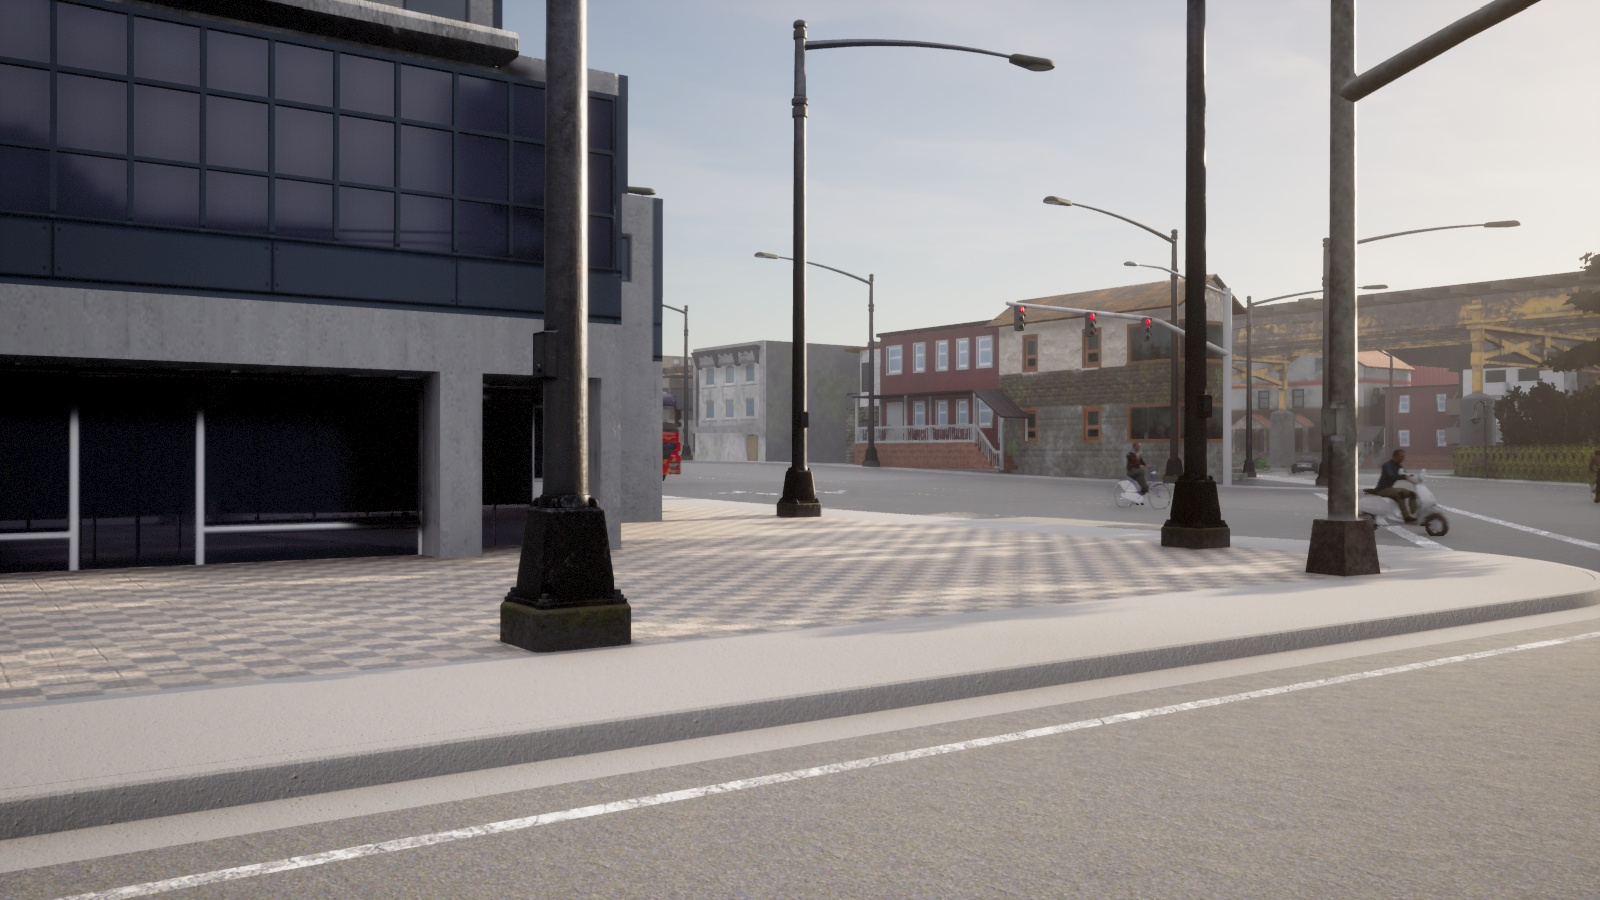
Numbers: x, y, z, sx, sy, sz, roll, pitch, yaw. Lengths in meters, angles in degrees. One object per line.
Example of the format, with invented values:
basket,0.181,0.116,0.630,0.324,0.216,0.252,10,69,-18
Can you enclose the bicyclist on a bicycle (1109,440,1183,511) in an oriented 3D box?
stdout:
bicyclist on a bicycle,8.893,0.637,32.363,0.659,1.776,1.843,0,0,-35

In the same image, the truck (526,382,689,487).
truck,-7.824,-0.665,49.962,2.891,3.827,8.468,0,1,-35

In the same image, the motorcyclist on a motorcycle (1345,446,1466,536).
motorcyclist on a motorcycle,11.126,0.731,23.135,0.866,1.590,1.817,0,0,-35
